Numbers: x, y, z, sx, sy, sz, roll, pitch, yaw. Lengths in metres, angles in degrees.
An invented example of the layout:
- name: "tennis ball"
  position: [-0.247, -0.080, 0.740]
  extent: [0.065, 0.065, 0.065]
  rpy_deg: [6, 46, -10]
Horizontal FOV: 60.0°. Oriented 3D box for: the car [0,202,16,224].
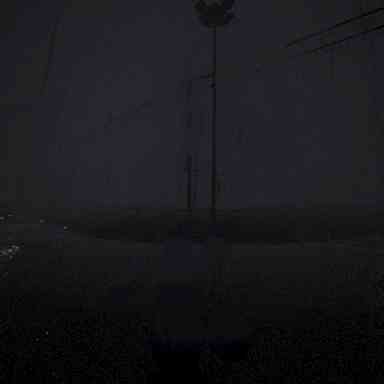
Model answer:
- name: "car"
  position: [-14.435, 1.530, 24.770]
  extent: [1.837, 1.490, 4.892]
  rpy_deg: [1, 0, -36]
